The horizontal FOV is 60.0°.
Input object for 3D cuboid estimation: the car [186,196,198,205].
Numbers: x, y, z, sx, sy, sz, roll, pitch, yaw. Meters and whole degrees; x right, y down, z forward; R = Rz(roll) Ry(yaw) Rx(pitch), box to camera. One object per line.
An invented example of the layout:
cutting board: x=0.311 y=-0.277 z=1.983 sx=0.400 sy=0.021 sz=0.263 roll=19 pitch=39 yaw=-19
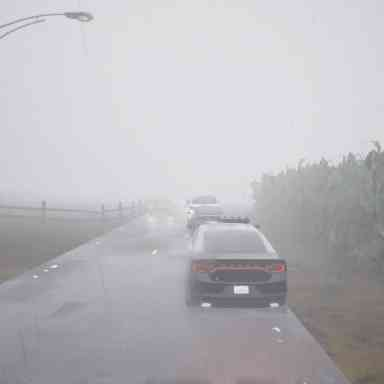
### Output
car: x=-0.043 y=1.450 z=59.811 sx=2.128 sy=1.511 sz=4.902 roll=0 pitch=0 yaw=0

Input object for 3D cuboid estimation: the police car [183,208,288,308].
police car: x=0.818 y=1.420 z=8.120 sx=1.930 sy=1.638 sz=5.238 roll=0 pitch=0 yaw=0

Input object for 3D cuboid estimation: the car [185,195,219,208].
car: x=0.805 y=1.196 z=24.039 sx=2.150 sy=2.045 sz=5.566 roll=0 pitch=0 yaw=0

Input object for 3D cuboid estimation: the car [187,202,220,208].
car: x=0.811 y=1.489 z=18.010 sx=1.837 sy=1.490 sz=4.892 roll=0 pitch=0 yaw=0

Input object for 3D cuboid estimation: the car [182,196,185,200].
car: x=0.007 y=1.418 z=46.365 sx=1.882 sy=1.535 sz=5.008 roll=0 pitch=0 yaw=1

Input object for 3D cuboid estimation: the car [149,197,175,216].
car: x=-2.773 y=1.311 z=31.488 sx=2.097 sy=1.767 sz=4.553 roll=0 pitch=0 yaw=0
